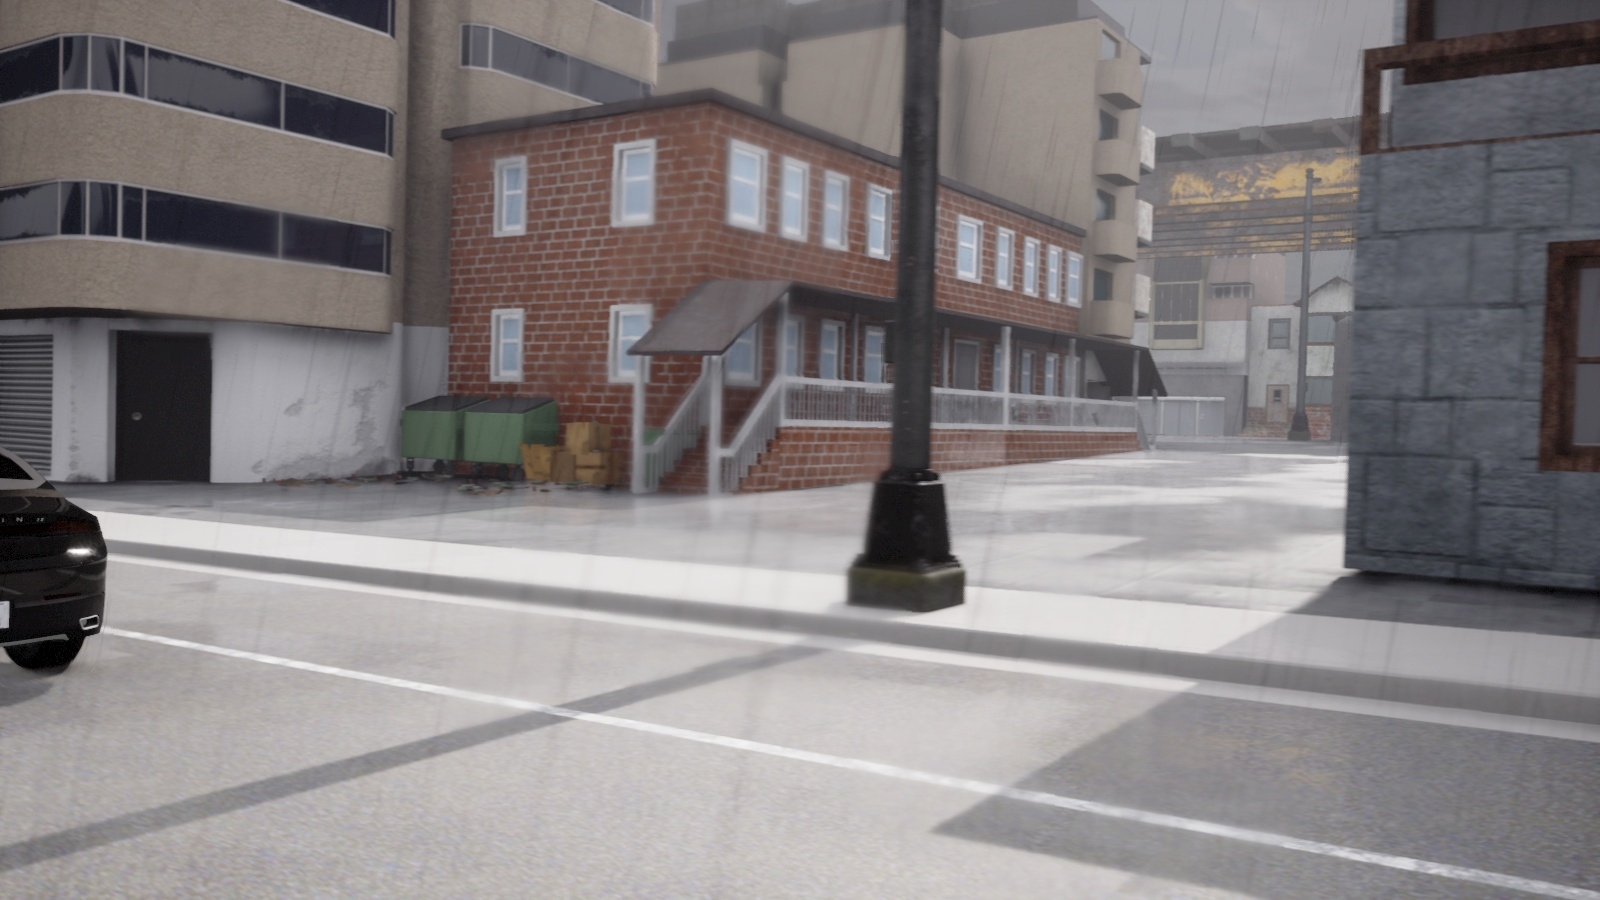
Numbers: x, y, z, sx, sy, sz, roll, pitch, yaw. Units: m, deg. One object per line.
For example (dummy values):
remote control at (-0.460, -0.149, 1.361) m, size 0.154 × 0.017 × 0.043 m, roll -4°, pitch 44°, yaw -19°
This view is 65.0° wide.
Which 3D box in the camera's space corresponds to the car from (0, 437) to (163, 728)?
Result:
car at (-6.183, 0.685, 7.732) m, size 4.892 × 1.490 × 1.837 m, roll 0°, pitch 1°, yaw 34°
